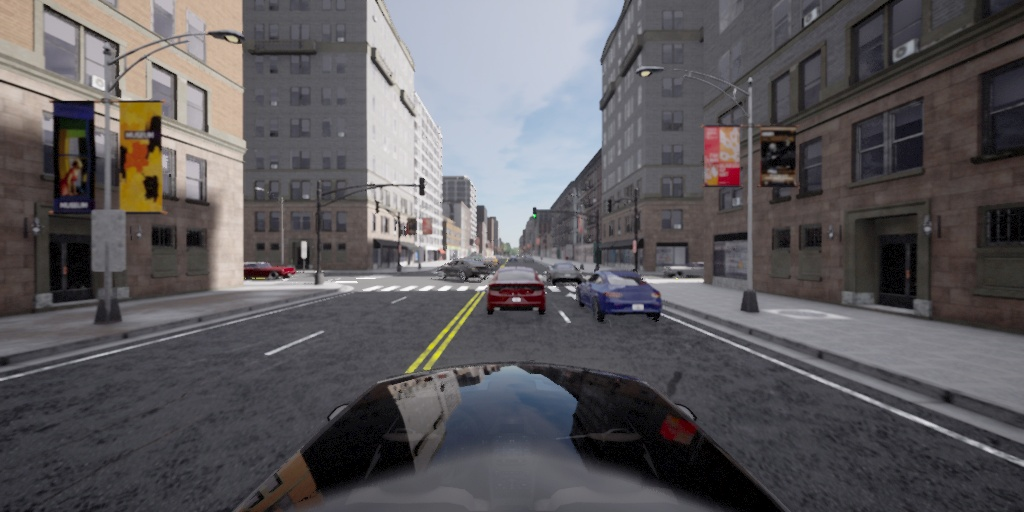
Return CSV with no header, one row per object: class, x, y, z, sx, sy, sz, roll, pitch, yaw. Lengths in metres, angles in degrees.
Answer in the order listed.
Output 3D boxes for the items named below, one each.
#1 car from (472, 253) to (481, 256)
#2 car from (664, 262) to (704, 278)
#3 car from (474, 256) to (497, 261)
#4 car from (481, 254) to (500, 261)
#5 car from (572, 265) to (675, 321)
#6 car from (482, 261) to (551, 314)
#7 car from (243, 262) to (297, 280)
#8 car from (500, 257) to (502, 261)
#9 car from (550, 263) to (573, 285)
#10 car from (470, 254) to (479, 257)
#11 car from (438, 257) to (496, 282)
car,-6.281,0.467,62.182,2.150,2.045,5.566,0,0,1
car,15.163,1.162,29.964,4.718,1.301,1.895,0,0,1
car,-3.178,1.006,43.298,1.895,1.301,4.718,0,0,0
car,-3.129,0.804,52.688,1.882,1.535,5.008,0,0,0
car,3.389,1.189,11.906,1.812,1.442,4.674,0,0,0
car,0.144,1.131,13.189,1.882,1.535,5.008,0,1,0
car,-19.170,1.115,27.283,4.718,1.301,1.895,0,0,-2
car,-3.031,0.749,62.278,1.837,1.490,4.892,0,1,1
car,3.420,1.129,23.944,1.994,1.385,4.181,0,1,0
car,-6.384,0.834,52.364,1.837,1.490,4.892,0,0,1
car,-3.676,1.043,26.577,1.837,1.490,4.892,3,-1,-42
